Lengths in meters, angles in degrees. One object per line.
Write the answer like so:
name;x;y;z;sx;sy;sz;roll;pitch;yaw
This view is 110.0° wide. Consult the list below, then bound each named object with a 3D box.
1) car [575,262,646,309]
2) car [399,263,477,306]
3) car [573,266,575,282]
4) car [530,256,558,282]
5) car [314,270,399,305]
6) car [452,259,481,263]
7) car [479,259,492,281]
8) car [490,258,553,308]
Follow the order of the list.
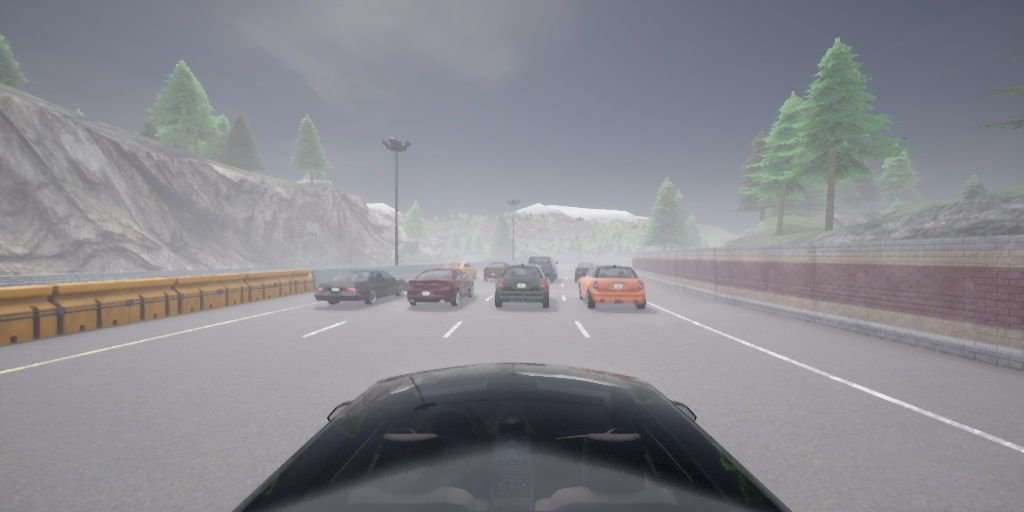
car;4.024;1.113;15.044;2.097;1.767;4.553;0;0;5
car;-2.945;1.232;15.700;1.882;1.535;5.008;0;0;5
car;5.902;1.232;28.331;1.882;1.535;5.008;0;0;11
car;2.471;1.005;29.027;2.150;2.045;5.566;0;0;11
car;-6.431;1.310;16.013;2.033;1.411;5.357;0;0;5
car;-4.407;1.232;30.329;1.882;1.535;5.008;0;0;11
car;-0.971;1.232;29.663;1.882;1.535;5.008;0;0;11
car;0.538;1.113;15.357;2.097;1.767;4.553;0;0;5
